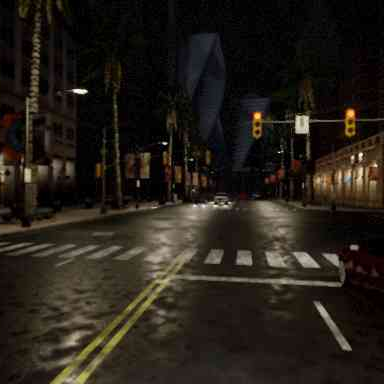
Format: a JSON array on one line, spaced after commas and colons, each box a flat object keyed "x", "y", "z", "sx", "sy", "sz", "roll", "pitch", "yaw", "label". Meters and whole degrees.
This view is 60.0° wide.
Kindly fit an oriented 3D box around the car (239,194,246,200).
[{"x": 13.955, "y": 1.373, "z": 91.506, "sx": 1.837, "sy": 1.490, "sz": 4.892, "roll": 0, "pitch": 0, "yaw": 8, "label": "car"}]

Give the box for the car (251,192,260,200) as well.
[{"x": 17.424, "y": 1.118, "z": 91.030, "sx": 2.150, "sy": 2.045, "sz": 5.566, "roll": 0, "pitch": 0, "yaw": 8, "label": "car"}]

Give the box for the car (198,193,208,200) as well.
[{"x": 2.914, "y": 1.186, "z": 85.761, "sx": 2.185, "sy": 1.767, "sz": 4.553, "roll": 0, "pitch": 0, "yaw": 8, "label": "car"}]

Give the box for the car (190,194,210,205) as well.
[{"x": 1.447, "y": 1.391, "z": 56.622, "sx": 1.837, "sy": 1.490, "sz": 4.892, "roll": 0, "pitch": 0, "yaw": 9, "label": "car"}]

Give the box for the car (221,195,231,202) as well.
[{"x": 7.406, "y": 1.387, "z": 71.667, "sx": 1.837, "sy": 1.490, "sz": 4.892, "roll": 0, "pitch": 0, "yaw": 9, "label": "car"}]

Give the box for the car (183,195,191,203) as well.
[{"x": -0.555, "y": 1.372, "z": 64.106, "sx": 2.161, "sy": 1.482, "sz": 4.786, "roll": 0, "pitch": 0, "yaw": 8, "label": "car"}]

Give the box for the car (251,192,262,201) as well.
[{"x": 15.968, "y": 1.437, "z": 81.056, "sx": 2.128, "sy": 1.511, "sz": 4.902, "roll": 0, "pitch": 0, "yaw": 8, "label": "car"}]

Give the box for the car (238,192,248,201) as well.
[{"x": 12.459, "y": 1.119, "z": 81.233, "sx": 2.150, "sy": 2.045, "sz": 5.566, "roll": 0, "pitch": 0, "yaw": 8, "label": "car"}]

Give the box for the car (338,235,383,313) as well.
[{"x": 4.217, "y": 1.488, "z": 6.160, "sx": 1.882, "sy": 1.535, "sz": 5.008, "roll": 0, "pitch": 0, "yaw": 9, "label": "car"}]

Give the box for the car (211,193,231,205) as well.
[{"x": 4.955, "y": 1.130, "z": 56.377, "sx": 2.150, "sy": 2.045, "sz": 5.566, "roll": 0, "pitch": 0, "yaw": 9, "label": "car"}]
